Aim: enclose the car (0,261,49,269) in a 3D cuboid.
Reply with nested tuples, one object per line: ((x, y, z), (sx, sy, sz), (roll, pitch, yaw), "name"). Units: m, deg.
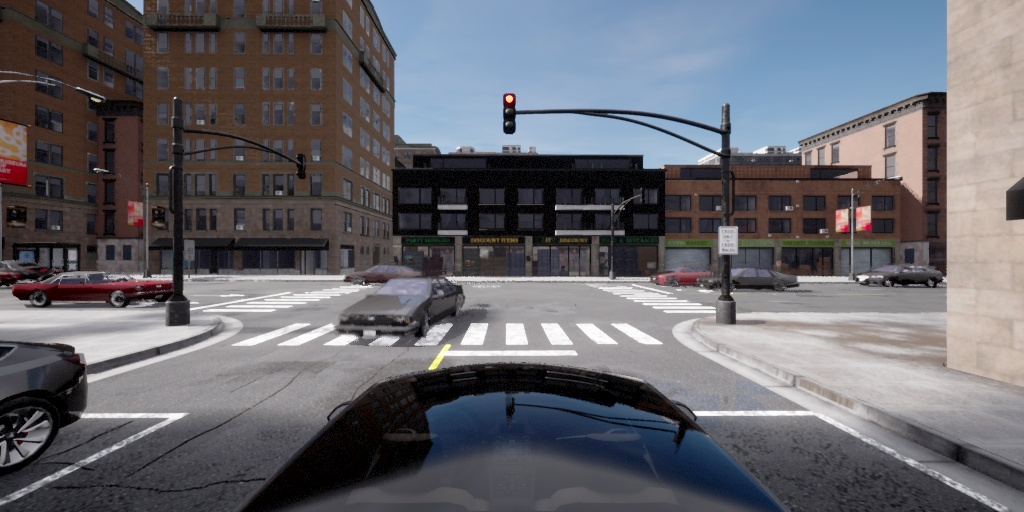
((-33.885, 1.103, 23.911), (4.892, 1.490, 1.837), (1, 0, -1), "car")

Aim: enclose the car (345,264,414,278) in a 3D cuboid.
((-8.419, 1.264, 24.248), (5.357, 1.411, 2.033), (0, 0, -1), "car")

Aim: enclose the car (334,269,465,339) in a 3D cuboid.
((-2.796, 1.294, 10.459), (2.033, 1.411, 5.357), (0, 0, 7), "car")

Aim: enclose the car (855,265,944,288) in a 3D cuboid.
((26.574, 1.384, 24.709), (4.902, 1.511, 2.128), (0, 0, -1), "car")

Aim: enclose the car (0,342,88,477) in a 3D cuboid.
((-5.388, 1.316, 2.038), (1.948, 1.339, 4.313), (0, 0, -1), "car")

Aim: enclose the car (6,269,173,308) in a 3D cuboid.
((-16.204, 1.280, 14.193), (4.718, 1.301, 1.895), (0, 0, -1), "car")

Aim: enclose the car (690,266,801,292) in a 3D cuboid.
((13.920, 1.376, 21.294), (5.357, 1.411, 2.033), (0, 0, -1), "car")

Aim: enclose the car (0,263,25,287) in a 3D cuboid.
((-31.910, 1.207, 20.687), (4.718, 1.301, 1.895), (0, 0, -1), "car")

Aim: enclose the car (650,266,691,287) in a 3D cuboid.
((11.717, 1.381, 24.513), (4.181, 1.385, 1.994), (0, 0, -1), "car")
